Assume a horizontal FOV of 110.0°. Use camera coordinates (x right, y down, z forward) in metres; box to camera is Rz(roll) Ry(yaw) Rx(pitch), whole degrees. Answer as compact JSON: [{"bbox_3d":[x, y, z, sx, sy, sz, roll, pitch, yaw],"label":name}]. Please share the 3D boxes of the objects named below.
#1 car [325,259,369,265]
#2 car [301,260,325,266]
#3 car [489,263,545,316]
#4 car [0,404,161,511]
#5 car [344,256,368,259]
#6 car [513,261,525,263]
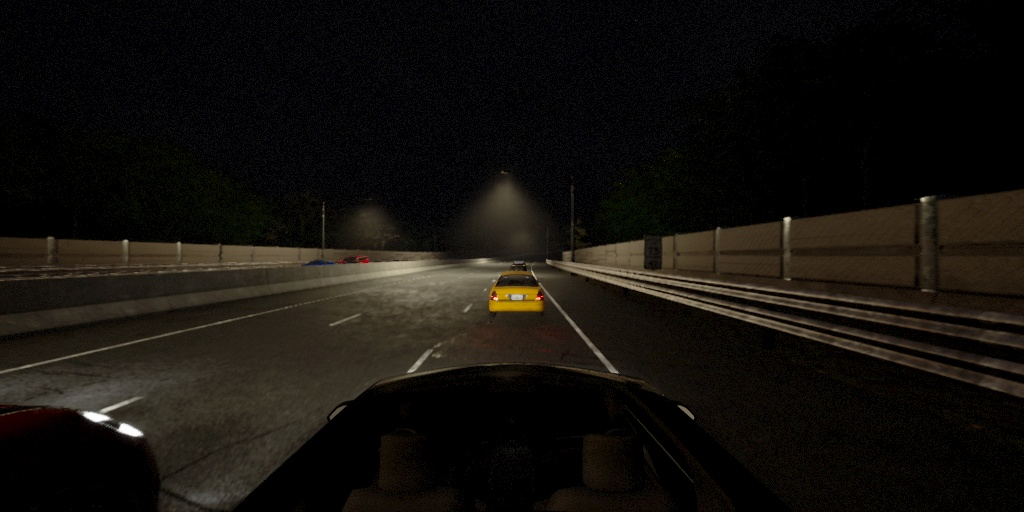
[{"bbox_3d":[-17.021,1.286,37.319,1.812,1.442,4.674,0,0,2],"label":"car"},{"bbox_3d":[-23.791,1.238,44.002,1.882,1.535,5.008,0,0,2],"label":"car"},{"bbox_3d":[0.176,1.205,13.245,1.801,1.575,5.366,0,0,1],"label":"car"},{"bbox_3d":[-3.387,1.102,0.465,2.097,1.767,4.553,0,0,0],"label":"car"},{"bbox_3d":[-20.227,0.989,45.860,2.150,2.045,5.566,0,0,2],"label":"car"},{"bbox_3d":[0.854,1.291,42.613,2.128,1.511,4.902,0,0,2],"label":"car"}]
